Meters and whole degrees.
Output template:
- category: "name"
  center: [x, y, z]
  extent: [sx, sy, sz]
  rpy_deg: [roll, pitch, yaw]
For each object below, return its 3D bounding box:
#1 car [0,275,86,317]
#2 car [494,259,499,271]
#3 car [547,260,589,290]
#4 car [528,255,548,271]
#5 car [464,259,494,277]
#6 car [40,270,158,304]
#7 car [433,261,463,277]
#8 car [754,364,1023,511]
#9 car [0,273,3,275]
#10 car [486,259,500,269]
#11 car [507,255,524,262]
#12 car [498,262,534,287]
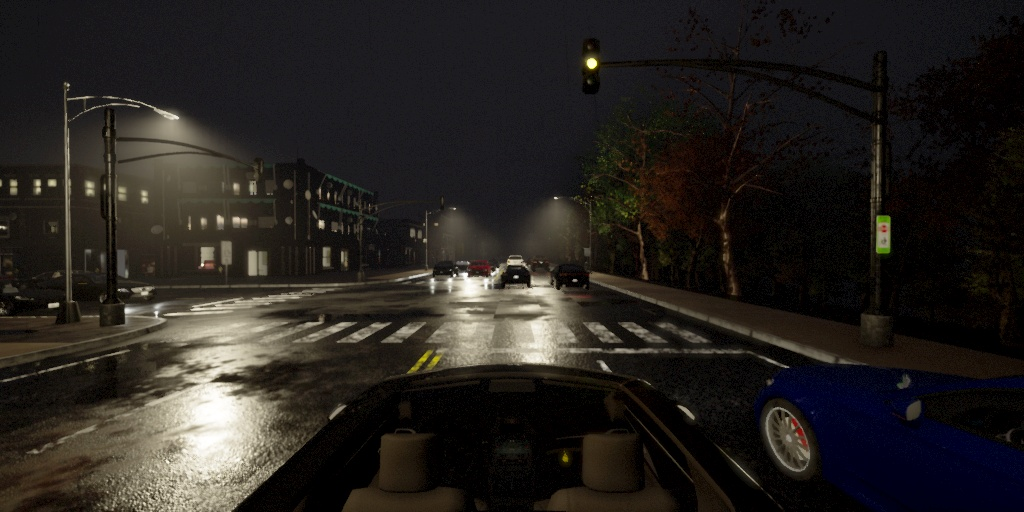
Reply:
- category: "car"
  center: [-19.857, 1.560, 13.863]
  extent: [4.313, 1.339, 1.948]
  rpy_deg: [0, 0, 1]
- category: "car"
  center: [-3.006, 1.244, 44.686]
  extent: [1.812, 1.442, 4.674]
  rpy_deg: [0, 0, 1]
- category: "car"
  center: [3.507, 1.214, 22.370]
  extent: [1.882, 1.535, 5.008]
  rpy_deg: [0, 0, 0]
- category: "car"
  center: [3.704, 0.937, 47.883]
  extent: [2.150, 2.045, 5.566]
  rpy_deg: [0, 0, 0]
- category: "car"
  center: [-3.083, 1.204, 34.625]
  extent: [1.882, 1.535, 5.008]
  rpy_deg: [0, 0, 1]
- category: "car"
  center: [-19.219, 1.485, 16.556]
  extent: [4.674, 1.442, 1.812]
  rpy_deg: [-1, 1, 2]
- category: "car"
  center: [-6.340, 1.204, 34.781]
  extent: [1.882, 1.535, 5.008]
  rpy_deg: [0, 0, 1]
- category: "car"
  center: [3.355, 1.276, 1.683]
  extent: [1.812, 1.442, 4.674]
  rpy_deg: [0, 0, 1]
- category: "car"
  center: [-33.659, 1.646, 22.489]
  extent: [4.207, 1.307, 1.802]
  rpy_deg: [0, 0, 1]
- category: "car"
  center: [-2.911, 1.210, 55.980]
  extent: [1.837, 1.490, 4.892]
  rpy_deg: [0, 1, 1]
- category: "car"
  center: [0.461, 0.936, 48.706]
  extent: [2.150, 2.045, 5.566]
  rpy_deg: [0, 0, 0]
- category: "car"
  center: [0.274, 1.298, 24.717]
  extent: [1.994, 1.385, 4.181]
  rpy_deg: [0, 0, 0]
